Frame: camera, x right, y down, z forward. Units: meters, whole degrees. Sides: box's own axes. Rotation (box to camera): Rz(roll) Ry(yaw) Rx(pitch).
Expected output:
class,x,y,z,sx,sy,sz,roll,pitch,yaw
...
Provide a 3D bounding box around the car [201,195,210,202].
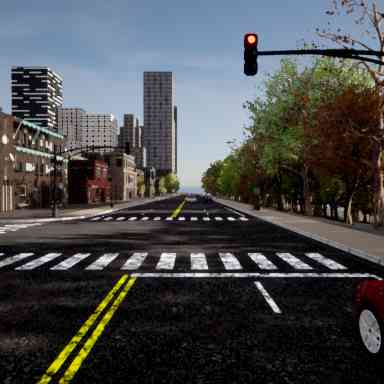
class,x,y,z,sx,sy,sz,roll,pitch,yaw
car,3.088,1.470,76.289,1.837,1.490,4.892,0,0,0

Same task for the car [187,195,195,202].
class,x,y,z,sx,sy,sz,roll,pitch,yaw
car,-0.167,1.469,77.348,1.837,1.490,4.892,0,0,0

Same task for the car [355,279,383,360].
class,x,y,z,sx,sy,sz,roll,pitch,yaw
car,3.344,1.477,2.928,1.882,1.535,5.008,0,0,0

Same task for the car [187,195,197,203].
class,x,y,z,sx,sy,sz,roll,pitch,yaw
car,-0.045,1.575,67.309,1.895,1.301,4.718,0,0,0

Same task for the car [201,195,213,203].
class,x,y,z,sx,sy,sz,roll,pitch,yaw
car,3.206,1.523,65.794,2.033,1.411,5.357,0,0,0
